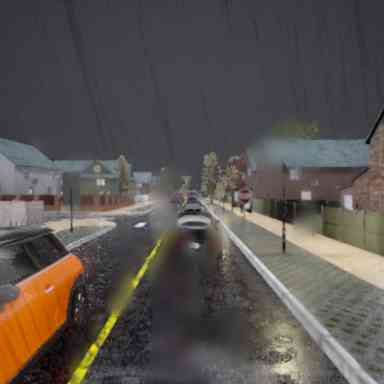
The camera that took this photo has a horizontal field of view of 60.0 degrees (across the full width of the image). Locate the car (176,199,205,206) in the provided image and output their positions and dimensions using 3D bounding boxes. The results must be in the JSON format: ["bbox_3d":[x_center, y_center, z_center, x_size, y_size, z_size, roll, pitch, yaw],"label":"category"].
[{"bbox_3d":[0.073,1.445,24.736,1.994,1.385,4.181,0,0,0],"label":"car"}]

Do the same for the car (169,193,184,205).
[{"bbox_3d":[-2.810,1.399,55.636,2.033,1.411,5.357,0,0,1],"label":"car"}]

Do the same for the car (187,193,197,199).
[{"bbox_3d":[-0.005,1.380,68.145,1.837,1.490,4.892,0,0,0],"label":"car"}]

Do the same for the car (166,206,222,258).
[{"bbox_3d":[0.081,1.457,12.367,1.812,1.442,4.674,0,0,0],"label":"car"}]

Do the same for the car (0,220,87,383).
[{"bbox_3d":[-2.842,1.328,3.784,2.097,1.767,4.553,0,0,0],"label":"car"}]
